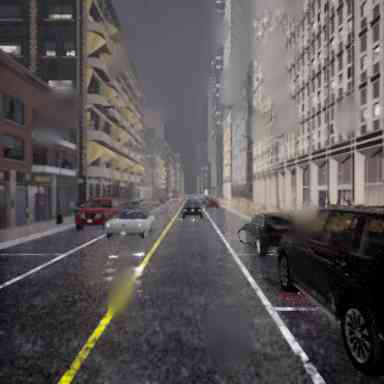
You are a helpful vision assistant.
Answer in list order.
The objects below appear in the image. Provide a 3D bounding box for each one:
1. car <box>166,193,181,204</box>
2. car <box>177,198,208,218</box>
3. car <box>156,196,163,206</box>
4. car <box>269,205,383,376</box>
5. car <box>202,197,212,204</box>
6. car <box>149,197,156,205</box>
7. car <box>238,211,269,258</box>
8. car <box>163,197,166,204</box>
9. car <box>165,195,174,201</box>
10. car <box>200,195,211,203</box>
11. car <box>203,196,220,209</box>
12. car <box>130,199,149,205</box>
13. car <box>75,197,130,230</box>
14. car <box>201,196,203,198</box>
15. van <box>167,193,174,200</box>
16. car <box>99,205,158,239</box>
[{"bbox_3d":[-2.996,1.343,60.725,2.097,1.767,4.553,0,0,0],"label":"car"},{"bbox_3d":[0.071,1.504,29.199,2.033,1.411,5.357,0,0,0],"label":"car"},{"bbox_3d":[-5.686,1.459,49.081,1.752,1.417,4.829,0,0,0],"label":"car"},{"bbox_3d":[3.107,1.219,5.703,2.150,2.045,5.566,0,0,0],"label":"car"},{"bbox_3d":[2.695,1.506,60.548,1.802,1.307,4.206,0,0,0],"label":"car"},{"bbox_3d":[-5.686,1.496,37.954,2.008,1.369,4.403,0,0,0],"label":"car"},{"bbox_3d":[3.130,1.485,12.715,1.837,1.490,4.892,0,0,-1],"label":"car"},{"bbox_3d":[-5.685,1.470,60.549,1.887,1.381,4.507,0,0,0],"label":"car"},{"bbox_3d":[-5.684,1.476,83.143,1.947,1.339,4.313,0,0,0],"label":"car"},{"bbox_3d":[2.695,1.361,66.196,1.967,1.590,4.097,0,0,0],"label":"car"},{"bbox_3d":[2.694,1.521,43.602,1.802,1.307,4.206,0,0,0],"label":"car"},{"bbox_3d":[-5.687,1.518,32.306,1.947,1.339,4.313,0,0,0],"label":"car"},{"bbox_3d":[-5.688,1.283,21.008,2.192,1.841,5.009,0,0,0],"label":"car"},{"bbox_3d":[0.086,1.502,45.482,1.994,1.385,4.181,0,0,0],"label":"car"},{"bbox_3d":[-5.683,1.248,88.792,1.690,1.788,3.998,0,0,0],"label":"van"},{"bbox_3d":[-3.099,1.574,17.280,1.895,1.301,4.718,0,0,0],"label":"car"}]
